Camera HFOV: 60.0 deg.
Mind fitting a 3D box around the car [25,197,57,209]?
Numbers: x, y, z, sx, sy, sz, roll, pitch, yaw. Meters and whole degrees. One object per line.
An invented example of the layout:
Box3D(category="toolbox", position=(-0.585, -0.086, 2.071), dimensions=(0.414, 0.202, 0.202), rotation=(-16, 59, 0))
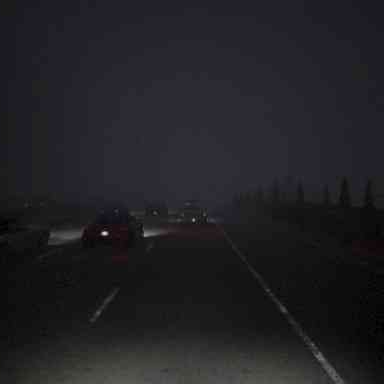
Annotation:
Box3D(category="car", position=(-17.544, 1.422, 38.894), dimensions=(2.097, 1.767, 4.553), rotation=(0, 0, 1))

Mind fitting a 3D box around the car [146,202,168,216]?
Box3D(category="car", position=(-3.398, 1.662, 33.061), dimensions=(1.895, 1.301, 4.718), rotation=(0, 0, 0))

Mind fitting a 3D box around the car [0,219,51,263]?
Box3D(category="car", position=(-6.901, 1.623, 11.993), dimensions=(1.895, 1.301, 4.718), rotation=(0, 0, 0))

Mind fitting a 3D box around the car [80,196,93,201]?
Box3D(category="car", position=(-19.171, 1.291, 61.939), dimensions=(1.812, 1.442, 4.674), rotation=(0, 0, 11))

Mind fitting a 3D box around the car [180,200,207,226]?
Box3D(category="car", position=(0.102, 1.569, 23.488), dimensions=(1.812, 1.442, 4.674), rotation=(0, 0, 0))

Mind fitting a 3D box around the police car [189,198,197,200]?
Box3D(category="police car", position=(0.137, 1.582, 41.141), dimensions=(2.038, 1.542, 4.974), rotation=(0, 0, 1))

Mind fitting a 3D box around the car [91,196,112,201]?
Box3D(category="car", position=(-13.541, 1.696, 51.692), dimensions=(1.895, 1.301, 4.718), rotation=(0, 0, 6))

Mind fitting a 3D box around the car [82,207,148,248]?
Box3D(category="car", position=(-3.399, 1.592, 14.945), dimensions=(1.994, 1.385, 4.181), rotation=(0, 0, 0))

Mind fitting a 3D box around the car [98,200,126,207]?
Box3D(category="car", position=(-6.899, 1.656, 29.865), dimensions=(1.895, 1.301, 4.718), rotation=(0, 0, 0))
